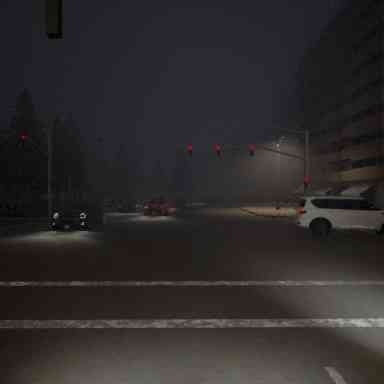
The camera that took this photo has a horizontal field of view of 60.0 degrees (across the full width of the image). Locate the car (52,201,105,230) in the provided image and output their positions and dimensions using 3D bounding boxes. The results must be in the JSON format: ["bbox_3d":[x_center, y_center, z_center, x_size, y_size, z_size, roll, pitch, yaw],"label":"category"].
[{"bbox_3d":[-7.070,1.389,21.081,2.097,1.767,4.553,0,0,0],"label":"car"}]

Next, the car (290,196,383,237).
[{"bbox_3d":[8.201,1.240,17.353,5.566,2.045,2.150,0,0,14],"label":"car"}]

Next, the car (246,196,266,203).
[{"bbox_3d":[13.128,1.477,68.087,5.008,1.535,1.882,0,0,-41],"label":"car"}]

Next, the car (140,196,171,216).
[{"bbox_3d":[-3.405,1.353,32.139,2.097,1.767,4.553,0,0,-1],"label":"car"}]

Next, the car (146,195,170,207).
[{"bbox_3d":[-5.166,1.354,51.189,2.097,1.767,4.553,0,0,17],"label":"car"}]

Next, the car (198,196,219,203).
[{"bbox_3d":[3.389,1.525,68.068,1.812,1.442,4.674,0,0,39],"label":"car"}]

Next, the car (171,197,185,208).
[{"bbox_3d":[-2.382,1.493,48.111,2.128,1.511,4.902,0,0,13],"label":"car"}]

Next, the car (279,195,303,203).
[{"bbox_3d":[21.923,1.525,73.615,4.902,1.511,2.128,0,0,-22],"label":"car"}]

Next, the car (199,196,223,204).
[{"bbox_3d":[4.044,1.492,63.023,2.128,1.511,4.902,0,0,36],"label":"car"}]

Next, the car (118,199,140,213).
[{"bbox_3d":[-6.867,1.525,37.136,1.812,1.442,4.674,0,0,3],"label":"car"}]

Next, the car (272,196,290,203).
[{"bbox_3d":[18.492,1.478,67.600,5.008,1.535,1.882,0,0,-33],"label":"car"}]
